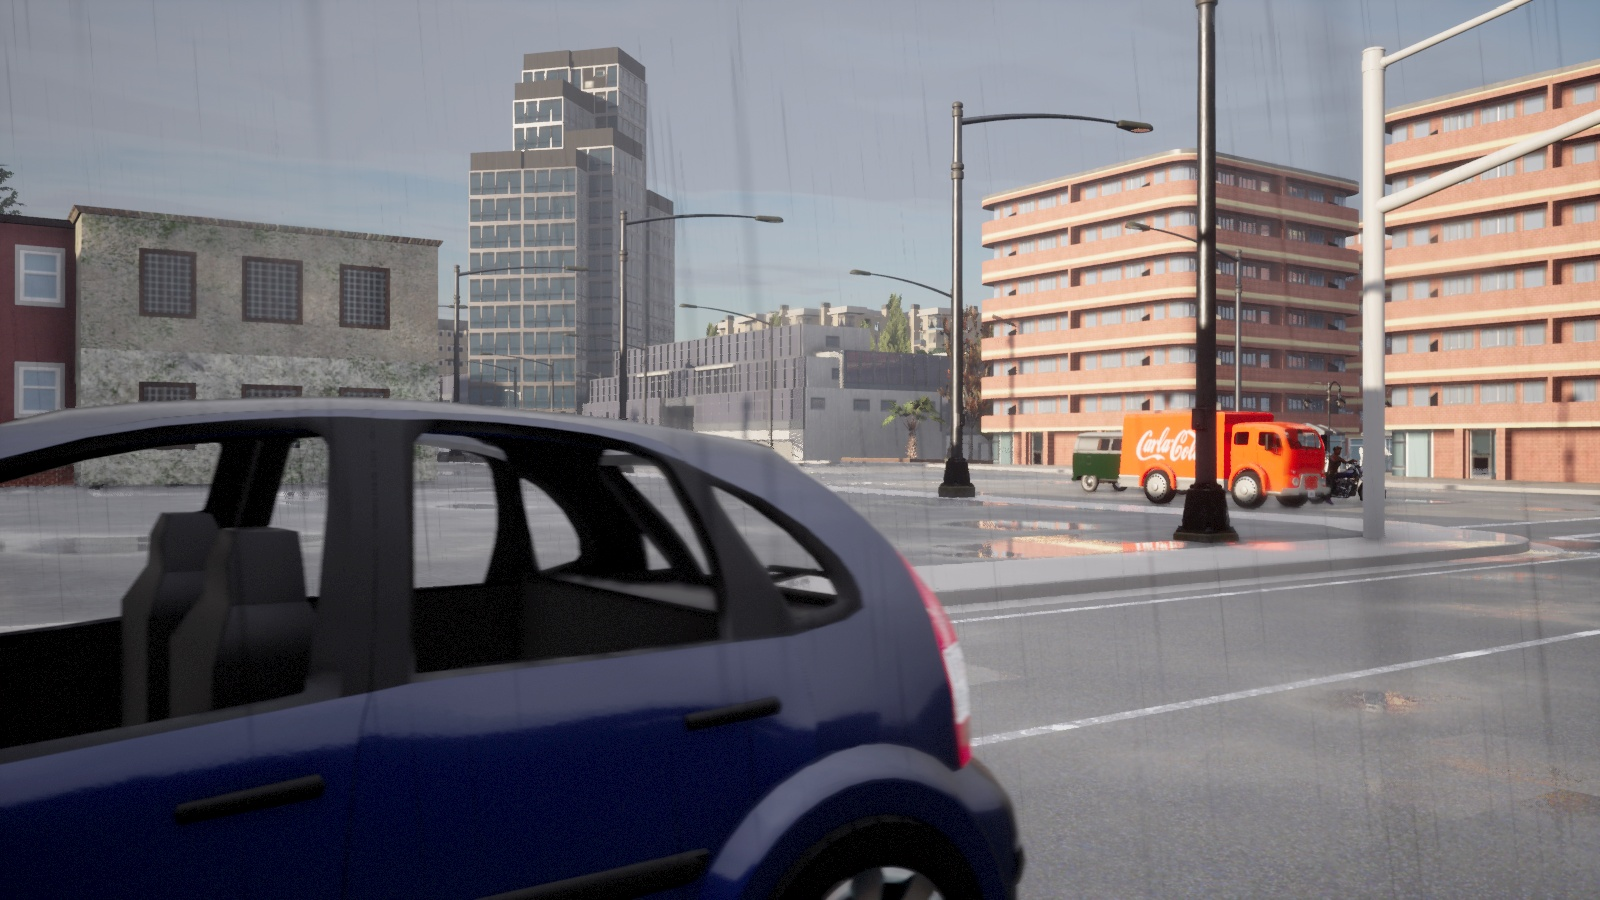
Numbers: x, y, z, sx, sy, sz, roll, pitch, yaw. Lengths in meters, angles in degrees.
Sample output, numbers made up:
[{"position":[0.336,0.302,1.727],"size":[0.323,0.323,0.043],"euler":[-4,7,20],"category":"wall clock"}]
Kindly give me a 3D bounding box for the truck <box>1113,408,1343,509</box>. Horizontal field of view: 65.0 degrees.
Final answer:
[{"position":[11.229,0.181,33.324],"size":[2.627,2.467,5.204],"euler":[0,1,-34],"category":"truck"}]

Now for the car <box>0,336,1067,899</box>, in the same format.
[{"position":[-1.530,0.653,2.592],"size":[3.988,1.617,1.851],"euler":[0,0,-35],"category":"car"}]

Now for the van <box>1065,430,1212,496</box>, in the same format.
[{"position":[10.778,0.355,40.265],"size":[1.775,1.987,4.442],"euler":[0,1,-34],"category":"van"}]

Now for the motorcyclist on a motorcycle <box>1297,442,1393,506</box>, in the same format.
[{"position":[14.804,0.625,34.177],"size":[0.766,1.649,2.350],"euler":[0,1,-35],"category":"motorcyclist on a motorcycle"}]
